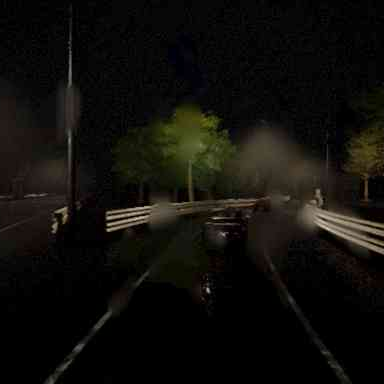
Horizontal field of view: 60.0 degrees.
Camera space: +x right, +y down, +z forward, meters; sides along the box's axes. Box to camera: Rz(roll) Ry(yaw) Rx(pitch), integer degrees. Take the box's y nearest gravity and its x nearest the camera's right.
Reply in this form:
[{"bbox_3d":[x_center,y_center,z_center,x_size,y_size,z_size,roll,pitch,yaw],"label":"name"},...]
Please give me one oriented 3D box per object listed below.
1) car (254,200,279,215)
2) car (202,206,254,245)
[{"bbox_3d":[7.756,1.519,34.509,1.882,1.535,5.008,0,0,25],"label":"car"},{"bbox_3d":[1.674,1.498,15.652,2.128,1.511,4.902,0,0,12],"label":"car"}]
